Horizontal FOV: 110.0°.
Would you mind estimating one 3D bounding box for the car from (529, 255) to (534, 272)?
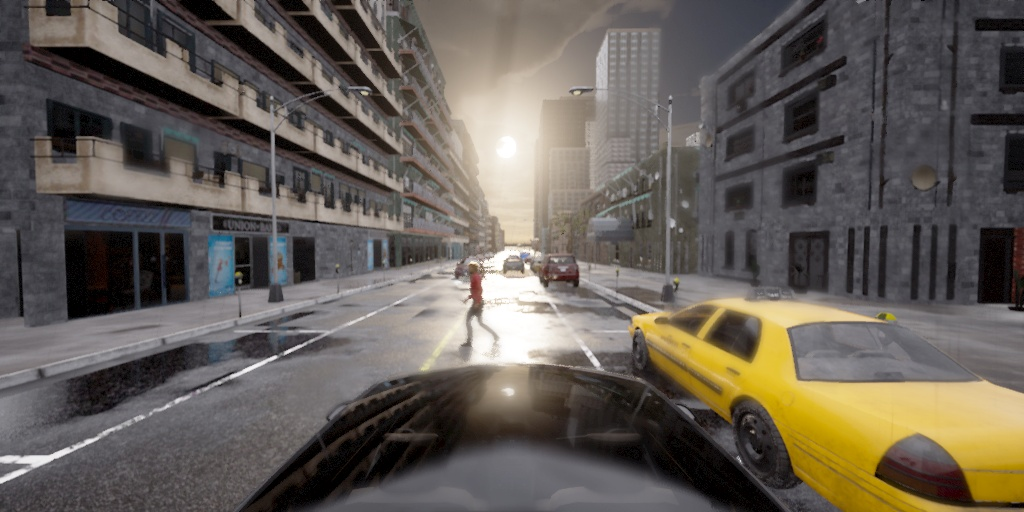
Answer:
[{"bbox_3d":[2.745,0.824,32.445,1.751,1.417,4.829,0,0,0],"label":"car"}]

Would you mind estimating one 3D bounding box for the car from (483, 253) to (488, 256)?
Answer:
[{"bbox_3d":[-5.568,0.421,60.144,1.888,1.381,4.507,0,0,0],"label":"car"}]

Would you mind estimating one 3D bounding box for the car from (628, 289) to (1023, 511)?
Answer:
[{"bbox_3d":[3.006,1.166,4.461,1.801,1.575,5.366,0,1,0],"label":"car"}]

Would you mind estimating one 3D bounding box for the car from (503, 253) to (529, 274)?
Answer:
[{"bbox_3d":[0.158,0.777,32.989,2.128,1.511,4.902,0,1,0],"label":"car"}]

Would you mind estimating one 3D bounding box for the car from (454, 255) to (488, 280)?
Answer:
[{"bbox_3d":[-3.047,0.909,26.588,1.812,1.442,4.674,0,1,0],"label":"car"}]

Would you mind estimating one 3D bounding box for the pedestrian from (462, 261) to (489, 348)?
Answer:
[{"bbox_3d":[-0.760,0.960,7.442,0.375,1.860,0.375,-1,2,0],"label":"pedestrian"}]

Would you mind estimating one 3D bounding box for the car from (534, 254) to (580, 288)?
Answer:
[{"bbox_3d":[2.697,0.779,21.117,2.192,1.841,5.009,0,0,0],"label":"car"}]
